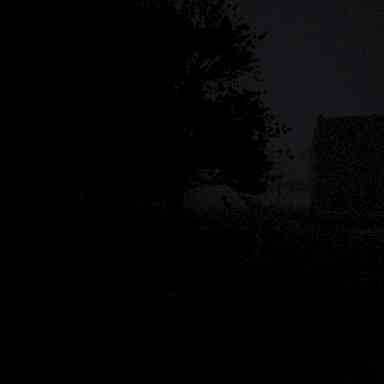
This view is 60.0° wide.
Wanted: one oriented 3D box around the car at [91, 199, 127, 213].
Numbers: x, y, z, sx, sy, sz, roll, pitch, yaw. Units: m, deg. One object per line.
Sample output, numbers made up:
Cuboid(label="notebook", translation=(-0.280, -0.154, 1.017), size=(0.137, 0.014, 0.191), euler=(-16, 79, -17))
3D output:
Cuboid(label="car", translation=(-8.935, 1.508, 36.134), size=(4.902, 1.511, 2.128), euler=(0, 0, 17))
